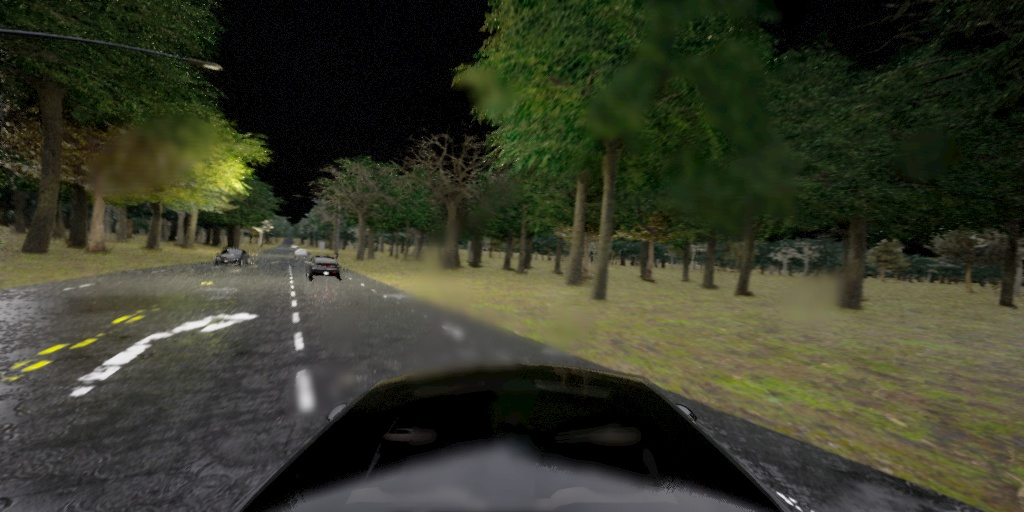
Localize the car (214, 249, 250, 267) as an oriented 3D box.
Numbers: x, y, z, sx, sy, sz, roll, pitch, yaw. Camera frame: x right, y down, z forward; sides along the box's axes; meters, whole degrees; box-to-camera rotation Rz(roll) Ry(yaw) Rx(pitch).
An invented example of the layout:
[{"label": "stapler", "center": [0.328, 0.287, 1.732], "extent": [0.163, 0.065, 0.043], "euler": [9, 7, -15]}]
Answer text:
[{"label": "car", "center": [-24.546, 0.107, 31.616], "extent": [1.837, 1.490, 4.892], "euler": [3, 0, -26]}]

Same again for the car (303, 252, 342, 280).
[{"label": "car", "center": [-12.544, 0.742, 23.833], "extent": [1.837, 1.490, 4.892], "euler": [3, 0, -32]}]
